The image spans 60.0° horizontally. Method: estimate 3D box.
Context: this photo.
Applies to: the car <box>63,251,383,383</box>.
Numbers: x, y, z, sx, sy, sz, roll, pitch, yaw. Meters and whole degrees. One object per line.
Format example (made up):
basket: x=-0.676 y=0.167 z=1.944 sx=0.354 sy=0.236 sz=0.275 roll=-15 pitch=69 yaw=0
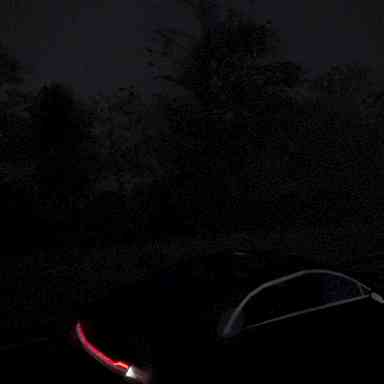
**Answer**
car: x=1.013 y=1.520 z=4.159 sx=4.902 sy=1.511 sz=2.128 roll=1 pitch=0 yaw=-35
